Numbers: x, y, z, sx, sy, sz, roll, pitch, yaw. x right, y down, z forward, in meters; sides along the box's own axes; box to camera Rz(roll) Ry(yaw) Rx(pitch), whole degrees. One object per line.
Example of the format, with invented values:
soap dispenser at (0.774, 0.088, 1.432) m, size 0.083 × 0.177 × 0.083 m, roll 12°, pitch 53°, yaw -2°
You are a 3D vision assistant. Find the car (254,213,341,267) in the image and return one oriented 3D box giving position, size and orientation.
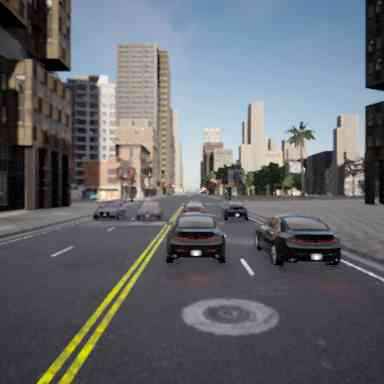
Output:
car at (3.377, 1.497, 11.400) m, size 1.837 × 1.490 × 4.892 m, roll 0°, pitch 0°, yaw 0°

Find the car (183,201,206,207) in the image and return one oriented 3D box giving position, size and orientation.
car at (0.194, 1.490, 28.266) m, size 1.812 × 1.442 × 4.674 m, roll 0°, pitch 0°, yaw 0°

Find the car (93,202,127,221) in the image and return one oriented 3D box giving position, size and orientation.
car at (-6.517, 1.518, 26.839) m, size 1.994 × 1.385 × 4.181 m, roll 0°, pitch 0°, yaw 0°

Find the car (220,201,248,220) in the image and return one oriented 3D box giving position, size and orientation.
car at (3.429, 1.477, 27.447) m, size 1.837 × 1.490 × 4.892 m, roll 0°, pitch 0°, yaw 0°

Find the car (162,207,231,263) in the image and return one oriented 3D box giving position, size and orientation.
car at (0.128, 1.490, 11.929) m, size 1.837 × 1.490 × 4.892 m, roll 0°, pitch 0°, yaw 0°

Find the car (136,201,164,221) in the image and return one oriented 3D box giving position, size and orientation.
car at (-3.268, 1.486, 26.701) m, size 1.812 × 1.442 × 4.674 m, roll 0°, pitch 0°, yaw 0°
